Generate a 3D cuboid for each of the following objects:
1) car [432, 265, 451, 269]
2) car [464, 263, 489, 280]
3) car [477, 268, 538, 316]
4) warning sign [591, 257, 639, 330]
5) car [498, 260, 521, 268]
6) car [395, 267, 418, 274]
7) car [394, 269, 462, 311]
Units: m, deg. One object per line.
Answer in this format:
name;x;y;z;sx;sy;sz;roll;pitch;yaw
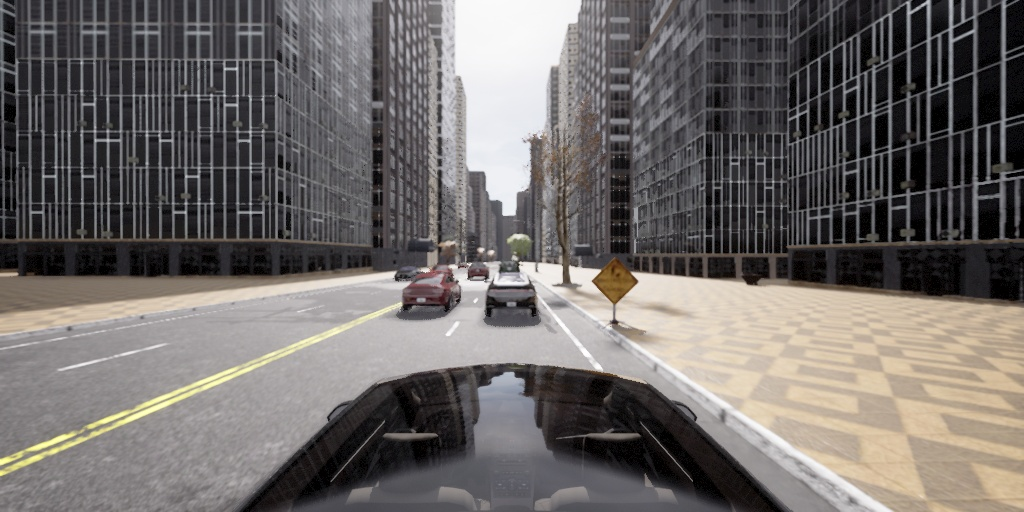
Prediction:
car;-6.943;1.642;35.051;1.882;1.535;5.008;0;-1;-1
car;-3.536;1.557;38.522;2.097;1.767;4.553;0;-1;-1
car;-0.035;1.395;14.166;2.128;1.511;4.902;0;-1;-1
warning sign;2.778;0.963;9.756;1.300;1.860;1.060;0;0;-1
car;-0.276;1.419;37.898;2.150;2.045;5.566;0;0;-1
car;-10.198;1.737;35.560;1.994;1.385;4.181;0;-1;-1
car;-3.293;1.444;15.239;1.812;1.442;4.674;0;0;0
